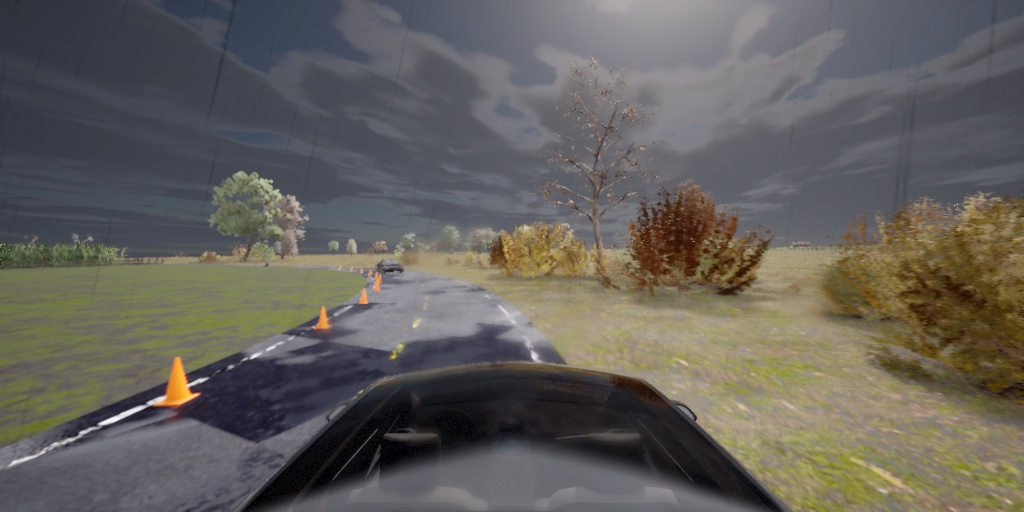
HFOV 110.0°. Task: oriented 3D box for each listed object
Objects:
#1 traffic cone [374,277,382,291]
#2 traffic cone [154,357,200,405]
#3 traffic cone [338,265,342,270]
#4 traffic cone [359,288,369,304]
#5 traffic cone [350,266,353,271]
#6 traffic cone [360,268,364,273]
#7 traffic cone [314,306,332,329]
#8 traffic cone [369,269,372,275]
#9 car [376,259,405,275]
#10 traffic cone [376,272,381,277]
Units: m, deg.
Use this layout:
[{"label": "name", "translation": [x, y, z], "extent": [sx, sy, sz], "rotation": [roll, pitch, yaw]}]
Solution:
[{"label": "traffic cone", "translation": [-7.185, 1.560, 19.151], "extent": [0.340, 0.580, 0.340], "rotation": [0, 0, -17]}, {"label": "traffic cone", "translation": [-4.617, 1.698, 4.955], "extent": [0.340, 0.580, 0.340], "rotation": [0, 0, -4]}, {"label": "traffic cone", "translation": [-21.176, 1.378, 44.185], "extent": [0.340, 0.580, 0.340], "rotation": [0, 0, -42]}, {"label": "traffic cone", "translation": [-5.982, 1.605, 14.486], "extent": [0.340, 0.580, 0.340], "rotation": [0, 0, -12]}, {"label": "traffic cone", "translation": [-18.098, 1.394, 40.478], "extent": [0.340, 0.580, 0.340], "rotation": [0, 0, -38]}, {"label": "traffic cone", "translation": [-15.299, 1.415, 36.557], "extent": [0.340, 0.580, 0.340], "rotation": [0, 0, -33]}, {"label": "traffic cone", "translation": [-5.125, 1.651, 9.746], "extent": [0.340, 0.580, 0.340], "rotation": [0, 0, -8]}, {"label": "traffic cone", "translation": [-12.796, 1.443, 32.441], "extent": [0.340, 0.580, 0.340], "rotation": [0, 0, -29]}, {"label": "car", "translation": [-11.975, 1.020, 35.023], "extent": [2.033, 1.411, 5.357], "rotation": [0, 0, -31]}, {"label": "traffic cone", "translation": [-8.728, 1.517, 23.714], "extent": [0.340, 0.580, 0.340], "rotation": [0, 0, -21]}]
